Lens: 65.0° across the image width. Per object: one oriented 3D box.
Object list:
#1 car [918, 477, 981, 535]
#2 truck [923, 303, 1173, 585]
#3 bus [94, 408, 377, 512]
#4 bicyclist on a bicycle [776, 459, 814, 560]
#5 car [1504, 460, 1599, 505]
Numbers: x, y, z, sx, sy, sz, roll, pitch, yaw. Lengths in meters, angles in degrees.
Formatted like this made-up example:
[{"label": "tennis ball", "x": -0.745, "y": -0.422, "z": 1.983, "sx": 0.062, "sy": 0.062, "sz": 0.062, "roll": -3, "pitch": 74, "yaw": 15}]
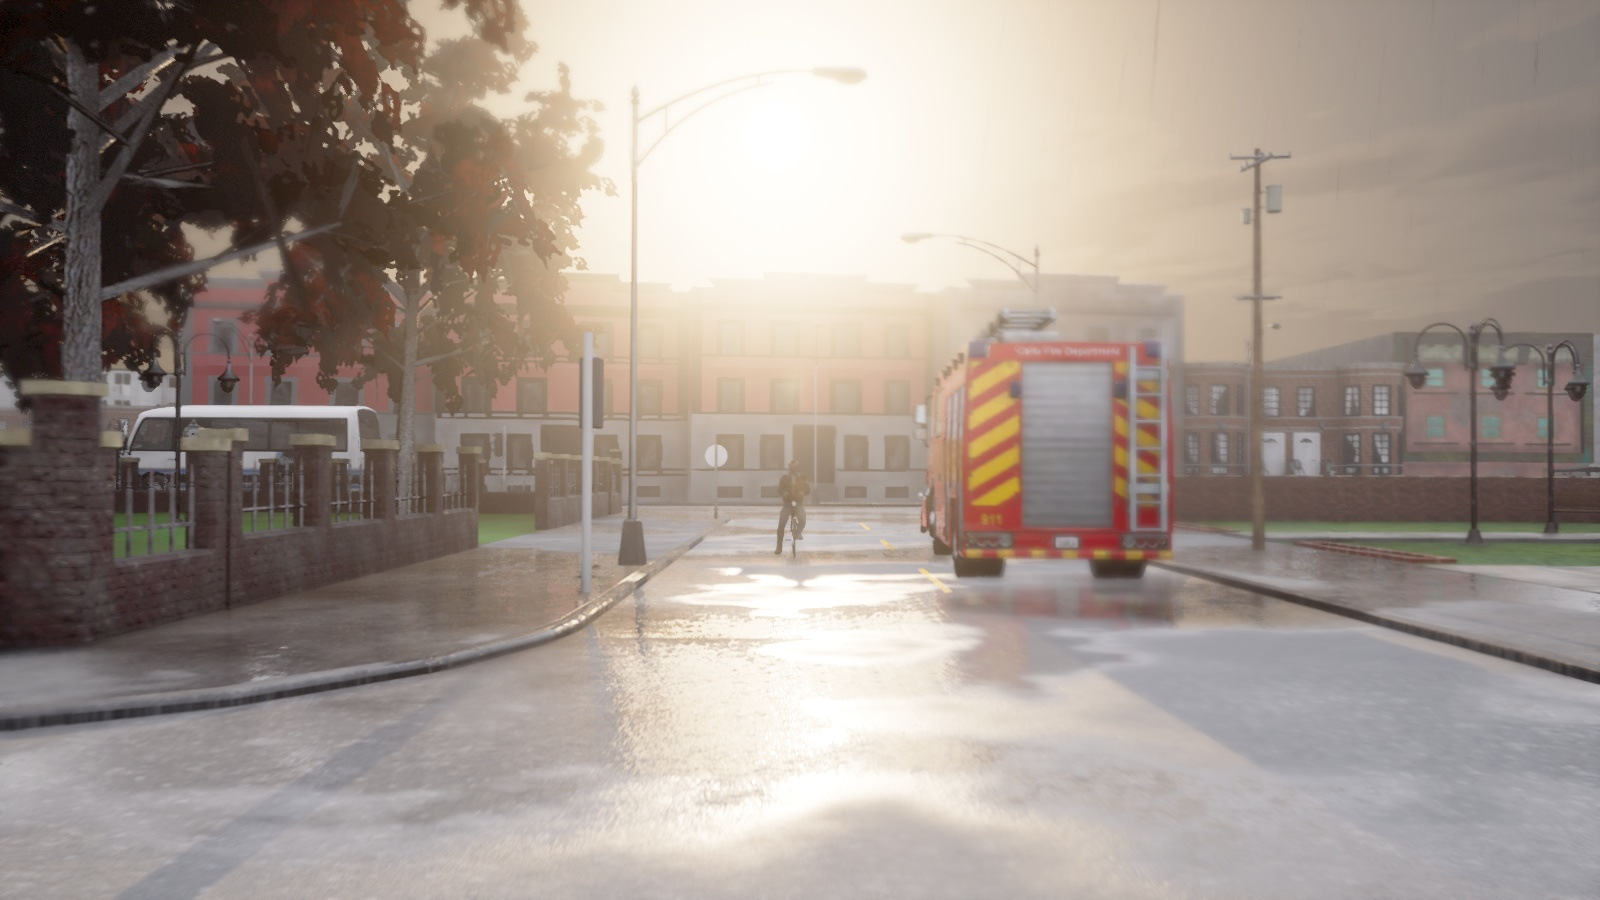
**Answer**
[{"label": "car", "x": 3.719, "y": 1.382, "z": 31.493, "sx": 1.481, "sy": 1.376, "sz": 2.207, "roll": 0, "pitch": -1, "yaw": 4}, {"label": "truck", "x": 3.785, "y": -0.008, "z": 21.342, "sx": 2.891, "sy": 3.827, "sz": 8.468, "roll": 0, "pitch": -1, "yaw": 2}, {"label": "bus", "x": -23.826, "y": 0.430, "z": 53.548, "sx": 10.273, "sy": 4.253, "sz": 3.944, "roll": 0, "pitch": -1, "yaw": -1}, {"label": "bicyclist on a bicycle", "x": -0.099, "y": 1.073, "z": 23.112, "sx": 0.659, "sy": 1.776, "sz": 1.843, "roll": 0, "pitch": -1, "yaw": -1}, {"label": "car", "x": 32.585, "y": 1.379, "z": 53.677, "sx": 3.866, "sy": 1.878, "sz": 1.905, "roll": 0, "pitch": -1, "yaw": 0}]
